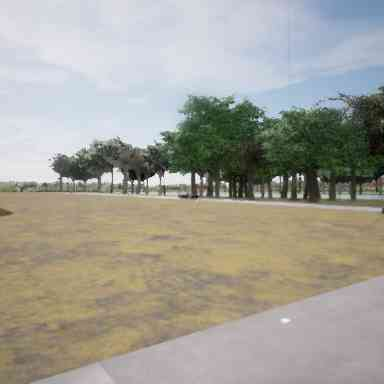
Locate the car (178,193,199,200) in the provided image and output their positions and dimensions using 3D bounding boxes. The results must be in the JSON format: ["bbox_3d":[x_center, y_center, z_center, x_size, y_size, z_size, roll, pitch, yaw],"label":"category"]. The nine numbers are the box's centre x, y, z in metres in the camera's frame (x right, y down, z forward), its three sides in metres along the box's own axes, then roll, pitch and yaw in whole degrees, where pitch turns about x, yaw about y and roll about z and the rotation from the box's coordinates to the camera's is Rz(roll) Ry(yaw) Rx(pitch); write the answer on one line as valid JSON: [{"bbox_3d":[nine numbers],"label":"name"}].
[{"bbox_3d":[-0.697,0.807,62.741,1.895,1.301,4.718,-2,2,-36],"label":"car"}]
